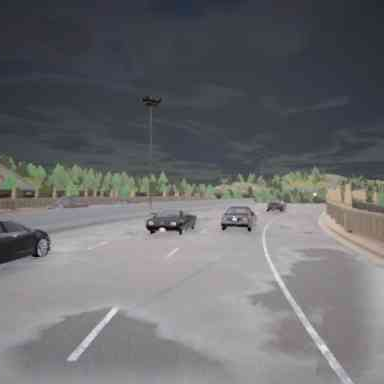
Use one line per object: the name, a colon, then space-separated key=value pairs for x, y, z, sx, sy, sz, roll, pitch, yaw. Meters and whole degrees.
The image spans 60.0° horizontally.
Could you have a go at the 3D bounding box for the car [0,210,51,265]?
car: x=-6.138 y=1.509 z=9.944 sx=1.837 sy=1.490 sz=4.892 roll=0 pitch=0 yaw=6

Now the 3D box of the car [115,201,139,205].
car: x=-7.077 y=1.640 z=35.791 sx=2.033 sy=1.411 sz=5.357 roll=0 pitch=0 yaw=21

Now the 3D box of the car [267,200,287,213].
car: x=10.461 y=1.705 z=40.865 sx=1.837 sy=1.490 sz=4.892 roll=0 pitch=0 yaw=23

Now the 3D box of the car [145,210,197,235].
car: x=-1.029 y=1.665 z=19.268 sx=1.895 sy=1.301 sz=4.718 roll=0 pitch=0 yaw=13

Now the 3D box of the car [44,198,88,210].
car: x=-12.087 y=1.404 z=32.183 sx=2.097 sy=1.767 sz=4.553 roll=0 pitch=0 yaw=19

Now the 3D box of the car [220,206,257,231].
car: x=3.105 y=1.641 z=21.505 sx=2.033 sy=1.411 sz=5.357 roll=0 pitch=0 yaw=15
